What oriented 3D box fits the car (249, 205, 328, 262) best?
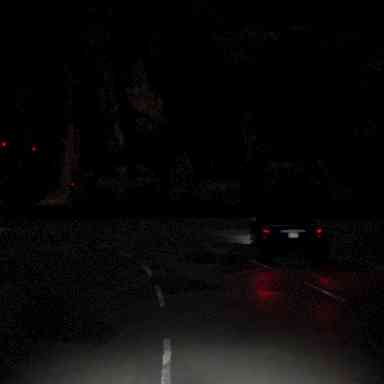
[{"bbox_3d":[3.248,1.309,12.023,2.097,1.767,4.553,-1,0,6],"label":"car"}]
